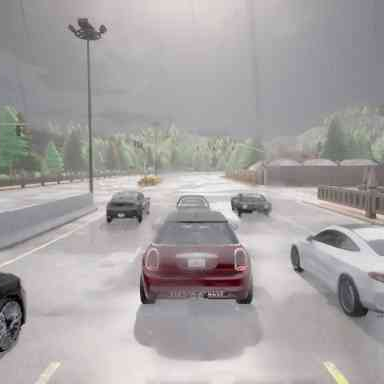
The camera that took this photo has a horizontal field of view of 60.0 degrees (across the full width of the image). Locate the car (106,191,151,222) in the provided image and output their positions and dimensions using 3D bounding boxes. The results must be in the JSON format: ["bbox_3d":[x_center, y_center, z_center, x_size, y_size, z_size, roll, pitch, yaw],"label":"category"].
[{"bbox_3d":[-3.472,0.726,18.647,1.837,1.490,4.892,0,4,0],"label":"car"}]

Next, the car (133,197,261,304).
[{"bbox_3d":[0.078,1.191,7.984,2.097,1.767,4.553,0,2,0],"label":"car"}]

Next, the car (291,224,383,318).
[{"bbox_3d":[3.581,1.397,7.069,1.812,1.442,4.674,0,1,-1],"label":"car"}]

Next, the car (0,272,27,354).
[{"bbox_3d":[-3.406,1.462,3.091,2.128,1.511,4.902,0,1,0],"label":"car"}]

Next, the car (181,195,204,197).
[{"bbox_3d":[0.036,0.859,17.366,2.033,1.411,5.357,0,4,0],"label":"car"}]

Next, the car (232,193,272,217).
[{"bbox_3d":[3.519,0.686,20.659,1.895,1.301,4.718,0,4,0],"label":"car"}]
